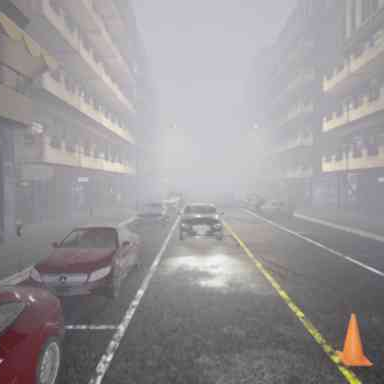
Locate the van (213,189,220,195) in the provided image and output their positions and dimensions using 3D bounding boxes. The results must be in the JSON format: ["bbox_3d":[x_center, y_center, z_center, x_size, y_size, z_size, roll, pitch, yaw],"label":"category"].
[{"bbox_3d":[6.777,-0.027,91.909,1.690,1.788,3.998,-1,1,0],"label":"van"}]

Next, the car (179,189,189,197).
[{"bbox_3d":[-1.739,0.175,75.202,2.192,1.841,5.009,-1,1,0],"label":"car"}]

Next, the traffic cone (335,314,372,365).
[{"bbox_3d":[2.112,1.892,4.360,0.340,0.580,0.340,0,1,0],"label":"traffic cone"}]

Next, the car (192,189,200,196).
[{"bbox_3d":[1.032,0.092,83.633,2.097,1.767,4.553,0,1,0],"label":"car"}]

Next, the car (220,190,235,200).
[{"bbox_3d":[6.506,0.700,58.305,1.947,1.339,4.313,-1,1,0],"label":"car"}]

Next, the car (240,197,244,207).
[{"bbox_3d":[6.323,0.910,35.898,1.967,1.590,4.097,-1,1,0],"label":"car"}]

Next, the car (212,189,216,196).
[{"bbox_3d":[6.687,0.239,80.708,1.967,1.590,4.097,-1,1,0],"label":"car"}]

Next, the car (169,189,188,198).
[{"bbox_3d":[-2.012,0.679,41.594,2.192,1.841,5.009,-1,1,0],"label":"car"}]

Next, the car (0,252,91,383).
[{"bbox_3d":[-2.328,1.538,2.389,1.802,1.307,4.206,-1,1,0],"label":"car"}]

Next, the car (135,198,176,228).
[{"bbox_3d":[-2.192,1.253,19.193,2.008,1.369,4.403,-1,1,0],"label":"car"}]

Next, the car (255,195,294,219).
[{"bbox_3d":[6.234,1.162,24.867,1.752,1.417,4.829,-1,1,0],"label":"car"}]

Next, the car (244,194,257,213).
[{"bbox_3d":[6.279,1.121,30.299,1.947,1.339,4.313,-1,1,0],"label":"car"}]

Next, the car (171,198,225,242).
[{"bbox_3d":[0.379,1.260,15.217,2.128,1.511,4.902,0,1,1],"label":"car"}]

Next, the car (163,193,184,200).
[{"bbox_3d":[-2.101,1.084,30.395,2.008,1.369,4.403,-1,1,0],"label":"car"}]

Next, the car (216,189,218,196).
[{"bbox_3d":[6.599,0.489,69.677,1.752,1.417,4.829,-1,1,0],"label":"car"}]

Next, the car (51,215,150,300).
[{"bbox_3d":[-2.283,1.453,7.990,1.802,1.307,4.206,-1,1,0],"label":"car"}]

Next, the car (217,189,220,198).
[{"bbox_3d":[6.552,0.601,63.907,2.008,1.369,4.403,-1,1,0],"label":"car"}]
